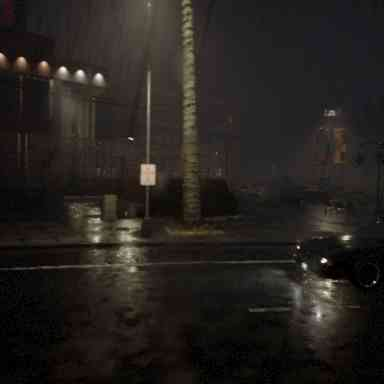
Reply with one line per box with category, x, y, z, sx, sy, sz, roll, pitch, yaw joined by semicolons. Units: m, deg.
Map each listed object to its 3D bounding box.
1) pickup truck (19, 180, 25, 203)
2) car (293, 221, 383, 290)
pickup truck;-12.461;0.119;24.909;2.390;2.098;6.274;0;2;-32
car;5.325;1.399;8.018;5.357;1.411;2.033;1;2;-4
